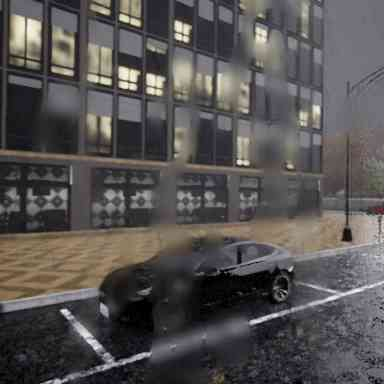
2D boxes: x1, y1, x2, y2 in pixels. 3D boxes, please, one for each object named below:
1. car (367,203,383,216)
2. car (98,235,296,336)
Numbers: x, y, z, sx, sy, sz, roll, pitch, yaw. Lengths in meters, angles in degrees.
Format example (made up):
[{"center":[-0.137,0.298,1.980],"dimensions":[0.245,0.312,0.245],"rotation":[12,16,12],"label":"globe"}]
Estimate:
[{"center":[20.818,1.900,35.132],"dimensions":[1.994,1.385,4.181],"rotation":[1,-1,-34],"label":"car"},{"center":[0.328,1.615,6.790],"dimensions":[4.313,1.339,1.947],"rotation":[1,0,-35],"label":"car"}]
